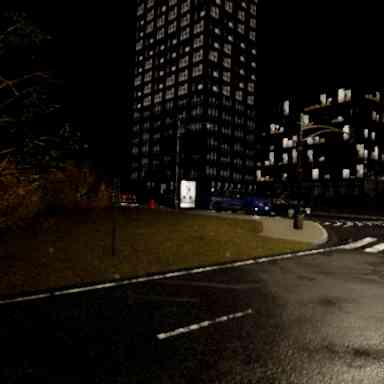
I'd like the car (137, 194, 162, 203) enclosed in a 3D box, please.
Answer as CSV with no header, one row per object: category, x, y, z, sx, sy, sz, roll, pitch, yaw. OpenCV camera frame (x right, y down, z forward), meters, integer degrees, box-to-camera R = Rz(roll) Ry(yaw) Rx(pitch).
car,-7.152,1.057,55.795,1.994,1.385,4.181,3,-1,-41

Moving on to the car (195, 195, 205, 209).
car,1.737,1.092,35.291,1.882,1.535,5.008,3,-1,-40

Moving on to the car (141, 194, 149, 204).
car,-5.773,0.998,44.158,1.895,1.301,4.718,3,-1,-41

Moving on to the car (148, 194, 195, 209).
car,-2.268,1.035,35.012,1.895,1.301,4.718,3,-1,-40

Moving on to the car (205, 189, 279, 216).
car,3.968,0.838,27.487,2.150,2.045,5.566,3,-1,-39

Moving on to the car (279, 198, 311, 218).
car,7.631,1.278,28.116,2.128,1.511,4.902,3,-1,-40

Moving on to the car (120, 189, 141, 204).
car,-9.072,0.588,43.020,2.097,1.767,4.553,3,-1,-41

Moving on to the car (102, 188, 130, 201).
car,-13.277,0.473,57.832,2.150,2.045,5.566,3,-1,-42

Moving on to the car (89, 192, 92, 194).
car,-20.490,0.598,65.647,2.033,1.411,5.357,3,-1,-43

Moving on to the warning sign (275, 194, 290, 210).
warning sign,10.693,1.175,39.325,1.300,1.860,1.060,2,-1,-40
